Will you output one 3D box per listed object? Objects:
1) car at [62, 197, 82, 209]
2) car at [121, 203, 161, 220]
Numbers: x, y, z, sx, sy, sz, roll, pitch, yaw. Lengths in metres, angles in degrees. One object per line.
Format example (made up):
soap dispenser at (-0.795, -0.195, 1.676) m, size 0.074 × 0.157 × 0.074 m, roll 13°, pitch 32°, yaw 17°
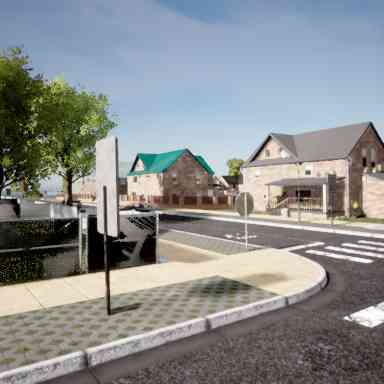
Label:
car at (-16.304, 1.493, 44.992) m, size 2.128 × 1.511 × 4.902 m, roll -2°, pitch 1°, yaw -33°
car at (-4.219, 1.586, 26.789) m, size 1.994 × 1.385 × 4.181 m, roll -2°, pitch 1°, yaw -34°
